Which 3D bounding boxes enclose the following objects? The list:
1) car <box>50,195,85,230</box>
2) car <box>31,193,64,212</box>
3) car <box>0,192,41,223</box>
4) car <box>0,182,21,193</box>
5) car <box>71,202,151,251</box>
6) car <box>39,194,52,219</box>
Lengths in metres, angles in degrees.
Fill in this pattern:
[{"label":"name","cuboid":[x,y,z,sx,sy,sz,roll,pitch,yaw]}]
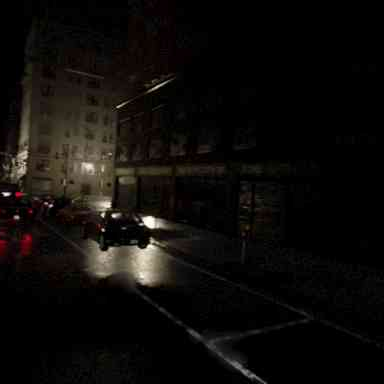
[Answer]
[{"label":"car","cuboid":[-6.090,1.131,17.821,1.752,1.417,4.829,3,0,-32]},{"label":"car","cuboid":[-11.886,0.814,27.167,1.802,1.307,4.206,3,0,-32]},{"label":"car","cuboid":[-10.153,0.948,19.026,1.895,1.301,4.718,4,0,-32]},{"label":"car","cuboid":[-15.433,0.228,27.487,2.150,2.045,5.566,4,0,-32]},{"label":"car","cuboid":[-3.060,1.351,12.932,2.008,1.369,4.403,3,0,-32]},{"label":"car","cuboid":[-8.944,0.988,22.423,1.947,1.339,4.313,3,0,-32]}]
